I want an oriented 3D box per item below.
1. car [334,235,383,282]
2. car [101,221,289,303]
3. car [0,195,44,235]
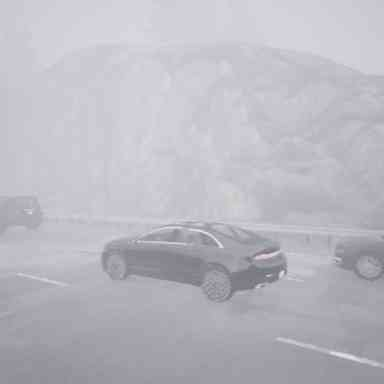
[{"bbox_3d":[6.106,1.481,8.119,4.892,1.490,1.837,0,0,36],"label":"car"},{"bbox_3d":[-0.163,1.476,8.194,4.902,1.511,2.128,0,0,34],"label":"car"},{"bbox_3d":[-10.884,1.201,18.929,5.566,2.045,2.150,0,0,29],"label":"car"}]
